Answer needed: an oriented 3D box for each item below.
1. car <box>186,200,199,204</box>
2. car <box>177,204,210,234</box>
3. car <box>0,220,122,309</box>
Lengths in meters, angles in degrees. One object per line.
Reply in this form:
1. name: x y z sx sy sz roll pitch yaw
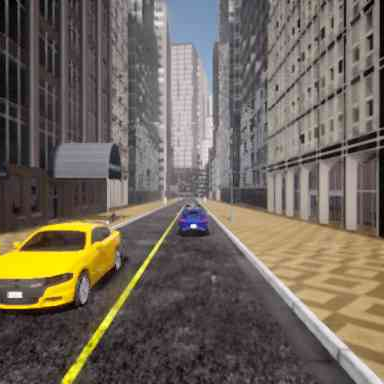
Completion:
1. car: 0.101 1.830 45.459 2.128 1.511 4.902 0 -1 0
2. car: 0.093 1.668 20.013 1.812 1.442 4.674 0 0 0
3. car: -3.090 1.536 8.318 1.882 1.535 5.008 0 0 0
